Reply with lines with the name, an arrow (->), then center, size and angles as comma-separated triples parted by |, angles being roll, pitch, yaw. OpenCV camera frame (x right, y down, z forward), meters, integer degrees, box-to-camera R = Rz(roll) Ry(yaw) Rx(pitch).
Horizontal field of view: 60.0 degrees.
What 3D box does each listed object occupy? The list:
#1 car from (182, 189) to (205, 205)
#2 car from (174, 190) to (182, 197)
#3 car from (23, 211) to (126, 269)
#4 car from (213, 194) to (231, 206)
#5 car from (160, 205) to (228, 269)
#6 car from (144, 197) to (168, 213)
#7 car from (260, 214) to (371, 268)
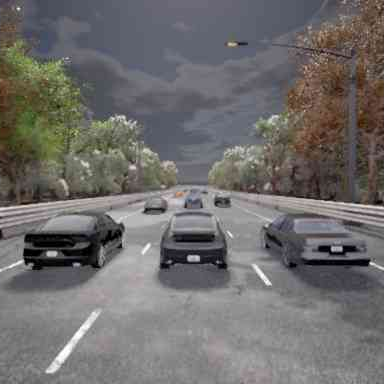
car -> 0.186, 0.840, 39.626 | 2.097, 1.767, 4.553 | 0, 1, 0
car -> -3.130, 0.292, 80.241 | 2.097, 1.767, 4.553 | 0, 1, 0
car -> -3.450, 1.348, 10.692 | 1.882, 1.535, 5.008 | 0, 1, 0
car -> 3.694, 0.933, 41.721 | 1.882, 1.535, 5.008 | 0, 1, 0
car -> 0.054, 1.371, 10.654 | 1.837, 1.490, 4.892 | 0, 1, 0
car -> -3.353, 1.164, 31.711 | 1.994, 1.385, 4.181 | 0, 1, 0
car -> 3.551, 1.406, 10.637 | 2.033, 1.411, 5.357 | 0, 1, 0
